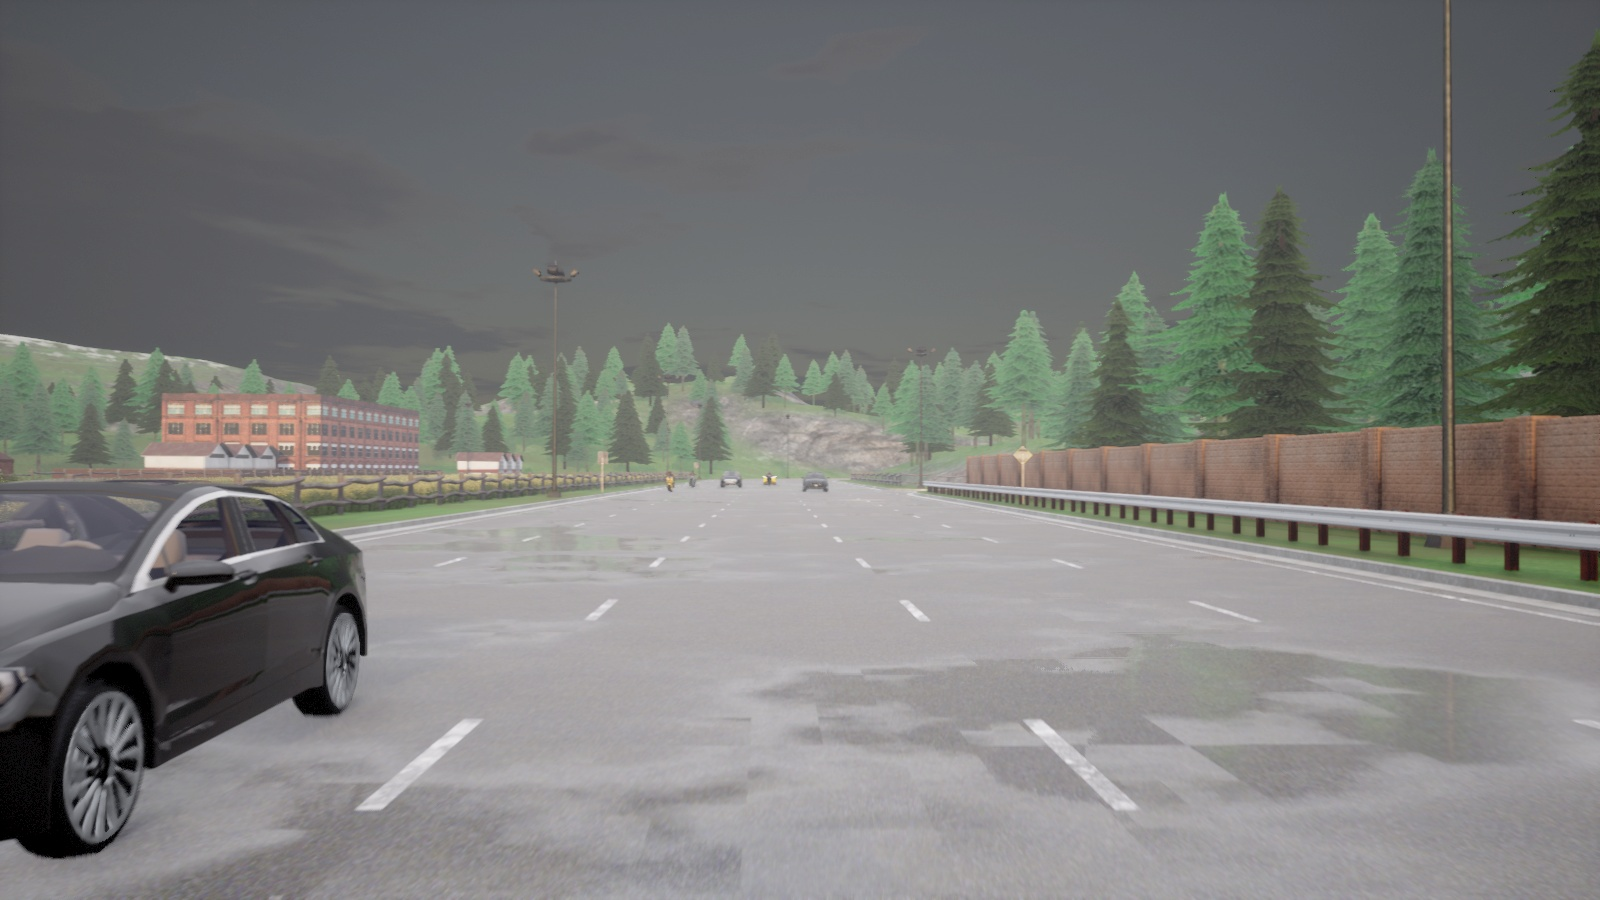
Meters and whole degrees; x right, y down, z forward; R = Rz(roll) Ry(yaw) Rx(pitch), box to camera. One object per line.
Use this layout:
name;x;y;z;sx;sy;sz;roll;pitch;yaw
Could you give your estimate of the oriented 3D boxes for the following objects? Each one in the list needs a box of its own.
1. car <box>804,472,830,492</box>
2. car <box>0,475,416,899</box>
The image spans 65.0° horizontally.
car;1.251;2.393;94.174;1.837;1.490;4.892;0;-1;-1
car;-3.732;0.893;6.468;2.128;1.511;4.902;0;-1;-2
